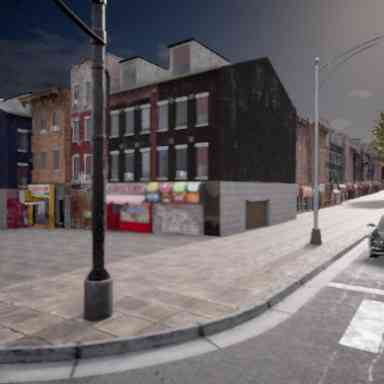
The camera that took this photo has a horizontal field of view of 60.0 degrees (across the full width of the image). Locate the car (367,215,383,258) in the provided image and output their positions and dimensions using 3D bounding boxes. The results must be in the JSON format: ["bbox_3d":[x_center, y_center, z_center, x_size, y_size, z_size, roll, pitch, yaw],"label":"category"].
[{"bbox_3d":[7.727,1.516,12.143,1.837,1.490,4.892,1,0,35],"label":"car"}]
